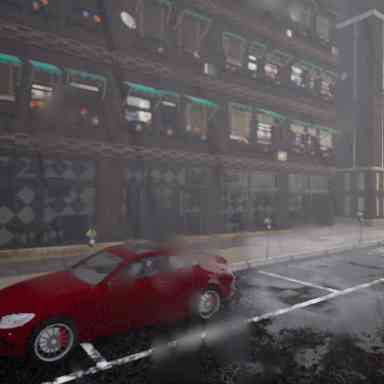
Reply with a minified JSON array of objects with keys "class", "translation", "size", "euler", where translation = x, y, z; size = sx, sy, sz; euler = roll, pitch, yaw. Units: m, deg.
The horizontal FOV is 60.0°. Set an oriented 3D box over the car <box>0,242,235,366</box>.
[{"class":"car","translation":[-1.106,1.590,5.757],"size":[4.206,1.307,1.802],"euler":[0,1,-35]}]
